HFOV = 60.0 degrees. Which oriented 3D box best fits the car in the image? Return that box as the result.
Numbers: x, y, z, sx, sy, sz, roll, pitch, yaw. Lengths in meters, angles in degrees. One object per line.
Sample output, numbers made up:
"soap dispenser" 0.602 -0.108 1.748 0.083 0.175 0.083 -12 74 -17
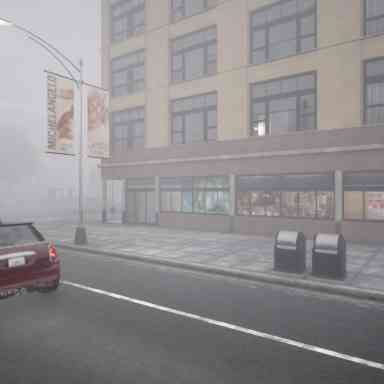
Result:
"car" -5.059 1.352 7.587 4.553 1.767 2.097 0 0 36
